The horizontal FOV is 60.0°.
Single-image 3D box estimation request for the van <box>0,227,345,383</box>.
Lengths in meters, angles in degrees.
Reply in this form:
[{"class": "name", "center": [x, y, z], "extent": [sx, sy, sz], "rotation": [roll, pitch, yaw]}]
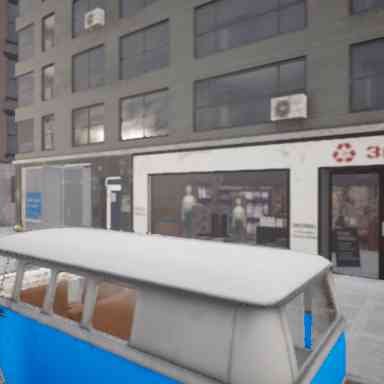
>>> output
[{"class": "van", "center": [-0.632, 1.334, 3.261], "extent": [3.998, 1.788, 1.690], "rotation": [0, 0, 36]}]
